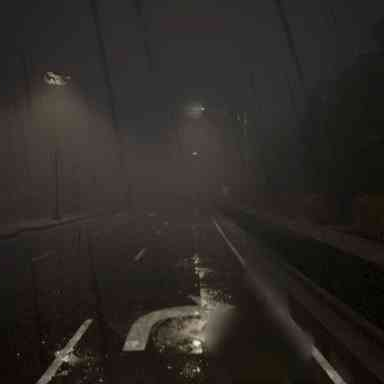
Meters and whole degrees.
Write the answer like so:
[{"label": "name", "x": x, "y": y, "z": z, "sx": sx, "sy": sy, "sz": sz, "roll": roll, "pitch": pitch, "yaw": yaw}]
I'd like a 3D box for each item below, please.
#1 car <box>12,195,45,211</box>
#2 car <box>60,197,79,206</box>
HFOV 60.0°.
[{"label": "car", "x": -21.866, "y": 1.459, "z": 44.759, "sx": 2.150, "sy": 2.045, "sz": 5.566, "roll": -1, "pitch": 0, "yaw": 1}, {"label": "car", "x": -21.720, "y": 1.721, "z": 59.113, "sx": 2.128, "sy": 1.511, "sz": 4.902, "roll": -1, "pitch": 1, "yaw": 1}]
